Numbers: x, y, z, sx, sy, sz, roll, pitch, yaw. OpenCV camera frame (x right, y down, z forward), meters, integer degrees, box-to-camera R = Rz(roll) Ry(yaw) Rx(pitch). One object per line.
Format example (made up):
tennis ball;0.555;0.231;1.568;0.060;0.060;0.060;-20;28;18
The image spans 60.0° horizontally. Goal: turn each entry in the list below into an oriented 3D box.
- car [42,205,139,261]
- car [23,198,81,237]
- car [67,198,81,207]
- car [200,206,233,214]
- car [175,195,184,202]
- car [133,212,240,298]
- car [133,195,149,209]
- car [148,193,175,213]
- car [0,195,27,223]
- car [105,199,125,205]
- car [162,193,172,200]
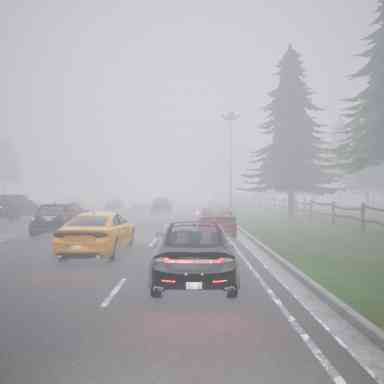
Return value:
car;-3.393;1.477;12.310;1.882;1.535;5.008;0;0;0
car;-6.888;1.352;18.106;2.097;1.767;4.553;0;0;0
car;-19.075;1.601;53.640;1.895;1.301;4.718;0;0;-22
car;1.236;1.478;17.821;1.882;1.535;5.008;0;0;0
car;-3.432;1.524;75.198;1.812;1.442;4.674;0;0;0
car;0.057;1.492;8.480;2.128;1.511;4.902;0;0;0
car;-6.886;1.525;45.445;1.812;1.442;4.674;0;0;0
car;-3.376;1.352;37.758;2.097;1.767;4.553;0;0;0
car;-13.900;1.221;25.641;2.150;2.045;5.566;0;0;0
car;-10.373;1.564;45.039;1.994;1.385;4.181;0;0;0
car;-6.944;1.225;92.452;2.150;2.045;5.566;0;0;0
